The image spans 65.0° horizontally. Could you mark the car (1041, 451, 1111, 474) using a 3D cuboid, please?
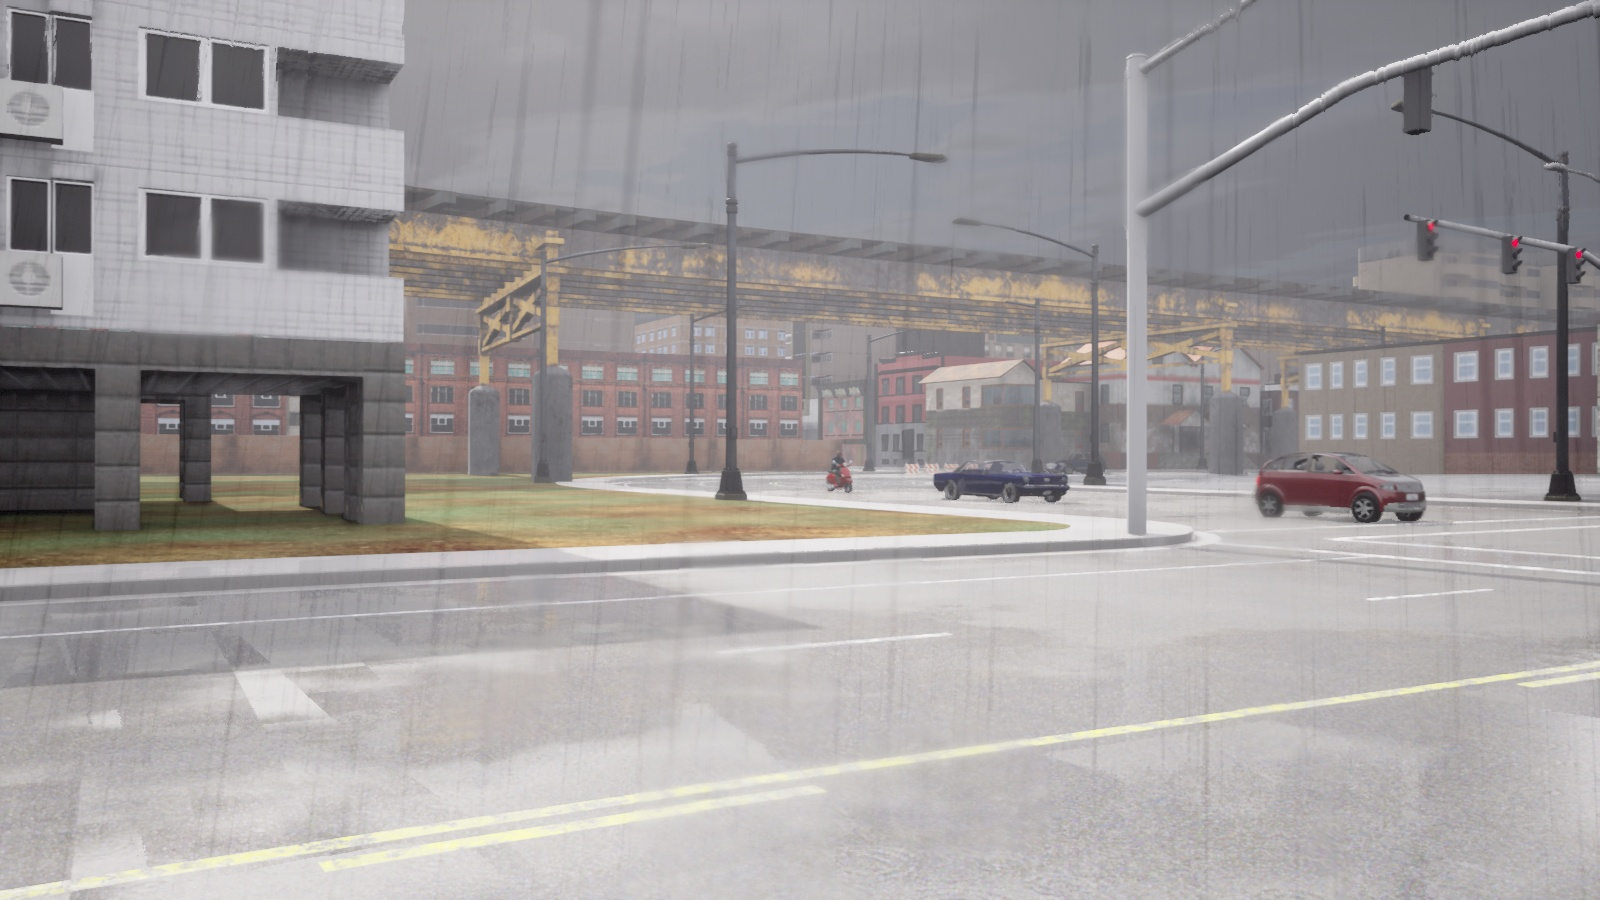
[{"bbox_3d":[20.094,0.886,91.406,4.856,1.649,2.033,0,0,-29],"label":"car"}]

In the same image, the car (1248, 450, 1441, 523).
[{"bbox_3d":[12.325,0.779,28.641,1.789,1.549,3.705,0,0,-30],"label":"car"}]

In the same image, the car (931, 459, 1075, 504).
[{"bbox_3d":[6.251,0.940,39.221,1.895,1.301,4.718,0,0,-30],"label":"car"}]

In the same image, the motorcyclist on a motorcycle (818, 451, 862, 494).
[{"bbox_3d":[1.501,0.823,47.592,0.866,1.590,1.817,0,0,-29],"label":"motorcyclist on a motorcycle"}]
